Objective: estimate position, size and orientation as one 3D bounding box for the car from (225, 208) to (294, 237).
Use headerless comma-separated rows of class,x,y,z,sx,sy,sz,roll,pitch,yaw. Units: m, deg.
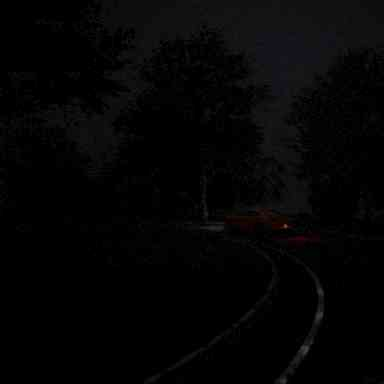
car,3.909,1.744,20.292,1.882,1.535,5.008,1,-1,-28
